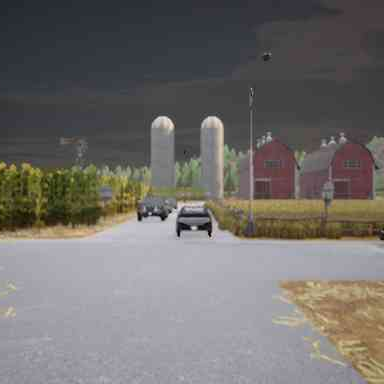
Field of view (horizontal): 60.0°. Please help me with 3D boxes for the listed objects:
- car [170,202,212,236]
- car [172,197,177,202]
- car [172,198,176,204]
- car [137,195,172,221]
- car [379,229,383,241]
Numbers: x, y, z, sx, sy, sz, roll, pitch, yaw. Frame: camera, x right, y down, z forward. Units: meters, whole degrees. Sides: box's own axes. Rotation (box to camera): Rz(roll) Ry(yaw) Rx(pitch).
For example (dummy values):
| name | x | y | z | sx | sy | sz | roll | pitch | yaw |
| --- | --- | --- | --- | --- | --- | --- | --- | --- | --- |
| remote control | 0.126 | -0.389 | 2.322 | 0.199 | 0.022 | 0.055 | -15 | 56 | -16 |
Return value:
| name | x | y | z | sx | sy | sz | roll | pitch | yaw |
| --- | --- | --- | --- | --- | --- | --- | --- | --- | --- |
| car | 0.112 | 1.503 | 18.477 | 2.128 | 1.511 | 4.902 | 0 | 0 | 0 |
| car | -3.149 | 1.555 | 47.462 | 2.097 | 1.767 | 4.553 | 0 | 0 | 0 |
| car | -3.176 | 1.679 | 37.672 | 1.812 | 1.442 | 4.674 | 0 | 0 | 0 |
| car | -3.181 | 1.300 | 27.921 | 2.150 | 2.045 | 5.566 | 0 | -1 | 0 |
| car | 11.053 | 1.720 | 14.178 | 5.357 | 1.411 | 2.033 | 0 | 0 | 0 |
